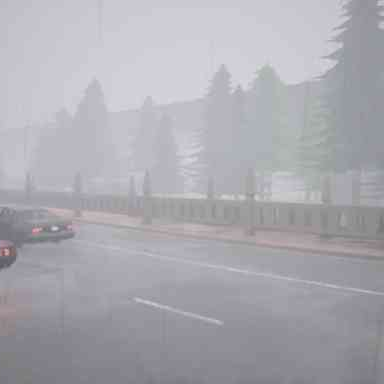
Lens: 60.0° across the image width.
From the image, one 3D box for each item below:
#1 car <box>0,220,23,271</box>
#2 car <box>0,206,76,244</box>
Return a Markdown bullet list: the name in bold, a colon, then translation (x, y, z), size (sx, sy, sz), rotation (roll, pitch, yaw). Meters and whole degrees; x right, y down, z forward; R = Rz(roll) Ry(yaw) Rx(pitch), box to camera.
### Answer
- **car**: translation (-6.678, 1.407, 8.765), size (4.718, 1.301, 1.895), rotation (2, 1, 36)
- **car**: translation (-6.889, 1.259, 13.224), size (5.357, 1.411, 2.033), rotation (2, 1, 36)
